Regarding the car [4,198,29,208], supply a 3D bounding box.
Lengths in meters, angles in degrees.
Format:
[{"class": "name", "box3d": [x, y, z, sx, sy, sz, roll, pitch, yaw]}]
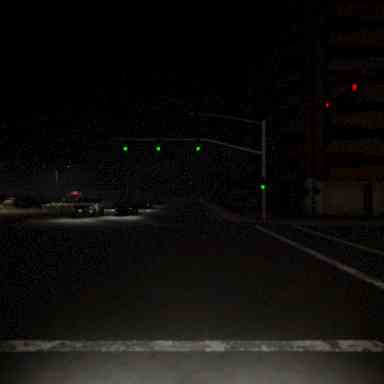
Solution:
[{"class": "car", "box3d": [-30.202, 1.781, 56.785, 1.970, 1.475, 3.806, 0, 0, 0]}]

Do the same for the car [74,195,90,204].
[{"class": "car", "box3d": [-24.537, 1.657, 74.178, 1.932, 1.855, 4.605, 0, 0, 0]}]

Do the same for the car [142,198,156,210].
[{"class": "car", "box3d": [-7.078, 1.818, 50.099, 1.882, 1.535, 5.008, 0, 0, 0]}]

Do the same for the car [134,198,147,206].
[{"class": "car", "box3d": [-10.490, 2.001, 67.787, 1.812, 1.442, 4.674, 0, 0, 0]}]

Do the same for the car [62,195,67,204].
[{"class": "car", "box3d": [-27.432, 1.660, 74.243, 1.905, 1.878, 3.866, 0, 0, 0]}]

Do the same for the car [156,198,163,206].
[{"class": "car", "box3d": [-6.990, 2.028, 67.792, 2.033, 1.411, 5.357, 0, 0, 0]}]

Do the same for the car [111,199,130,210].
[{"class": "car", "box3d": [-10.581, 1.862, 49.481, 1.812, 1.442, 4.674, 0, 0, 0]}]

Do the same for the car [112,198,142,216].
[{"class": "car", "box3d": [-7.089, 1.726, 36.563, 1.882, 1.535, 5.008, 0, 0, 0]}]

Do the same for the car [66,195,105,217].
[{"class": "car", "box3d": [-10.595, 1.453, 34.195, 2.150, 2.045, 5.566, 0, 0, -1]}]
